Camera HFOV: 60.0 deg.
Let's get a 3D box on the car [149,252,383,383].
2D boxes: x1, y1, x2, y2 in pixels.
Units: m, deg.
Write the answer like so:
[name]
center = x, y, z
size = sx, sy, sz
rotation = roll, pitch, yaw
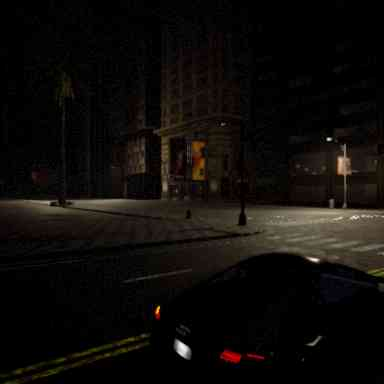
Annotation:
[car]
center = 1.536, 1.560, 4.536
size = 4.181, 1.385, 1.994
rotation = 0, 0, -35
